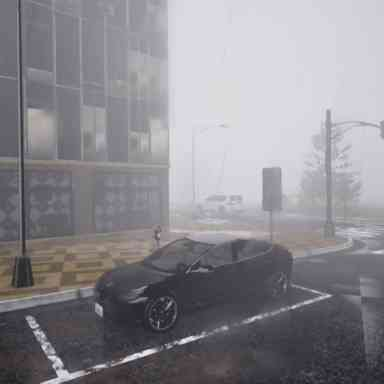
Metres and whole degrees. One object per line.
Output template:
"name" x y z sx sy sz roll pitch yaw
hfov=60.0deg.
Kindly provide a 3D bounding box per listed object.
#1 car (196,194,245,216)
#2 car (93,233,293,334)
"car" 2.708 1.229 32.734 2.150 2.045 5.566 -1 1 -37
"car" 0.240 1.565 6.739 4.313 1.339 1.947 0 -1 -35
